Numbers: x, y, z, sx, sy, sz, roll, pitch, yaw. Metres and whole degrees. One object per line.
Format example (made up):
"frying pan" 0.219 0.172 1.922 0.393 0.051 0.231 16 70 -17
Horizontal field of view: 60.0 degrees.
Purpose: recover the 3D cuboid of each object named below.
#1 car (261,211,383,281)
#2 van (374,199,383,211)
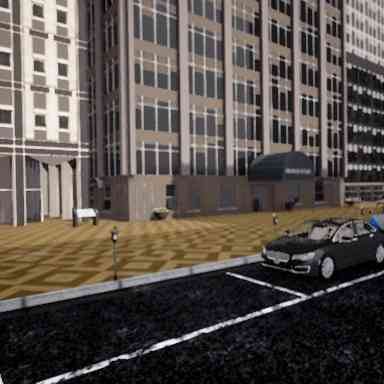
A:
"car" 3.821 1.409 9.311 4.403 1.369 2.008 -1 1 -36
"van" 8.306 1.107 12.526 3.998 1.788 1.690 -1 1 -36
